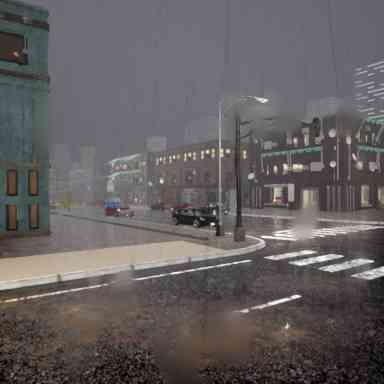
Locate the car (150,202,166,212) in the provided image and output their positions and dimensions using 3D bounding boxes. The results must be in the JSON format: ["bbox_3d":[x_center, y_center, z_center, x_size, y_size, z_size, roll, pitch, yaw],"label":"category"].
[{"bbox_3d":[-4.161,1.966,44.887,1.802,1.307,4.206,-1,0,-35],"label":"car"}]

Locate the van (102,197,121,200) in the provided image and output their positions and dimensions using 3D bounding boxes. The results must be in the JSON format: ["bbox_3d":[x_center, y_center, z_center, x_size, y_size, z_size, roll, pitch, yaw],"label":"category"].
[{"bbox_3d":[-13.765,1.906,58.438,1.690,1.788,3.998,-1,0,-35],"label":"van"}]

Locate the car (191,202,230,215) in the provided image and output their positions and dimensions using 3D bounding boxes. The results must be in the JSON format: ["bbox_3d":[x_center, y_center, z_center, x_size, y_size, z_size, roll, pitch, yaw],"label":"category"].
[{"bbox_3d":[2.235,1.809,35.853,2.008,1.369,4.403,-2,0,-35],"label":"car"}]

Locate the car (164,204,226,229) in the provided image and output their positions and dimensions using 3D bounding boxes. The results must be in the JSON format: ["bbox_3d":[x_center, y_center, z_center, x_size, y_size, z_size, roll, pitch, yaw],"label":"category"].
[{"bbox_3d":[0.120,1.814,24.130,1.947,1.339,4.313,-1,0,-35],"label":"car"}]

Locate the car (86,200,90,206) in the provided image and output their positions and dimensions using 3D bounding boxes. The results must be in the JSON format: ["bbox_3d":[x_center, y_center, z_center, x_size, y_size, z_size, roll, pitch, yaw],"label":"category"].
[{"bbox_3d":[-20.158,2.227,67.472,1.887,1.381,4.507,-1,0,-35],"label":"car"}]

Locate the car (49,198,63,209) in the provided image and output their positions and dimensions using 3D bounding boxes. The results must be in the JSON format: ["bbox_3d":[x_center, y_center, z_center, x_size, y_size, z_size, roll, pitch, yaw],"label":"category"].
[{"bbox_3d":[-23.699,2.232,57.971,1.752,1.417,4.829,-1,0,-35],"label":"car"}]

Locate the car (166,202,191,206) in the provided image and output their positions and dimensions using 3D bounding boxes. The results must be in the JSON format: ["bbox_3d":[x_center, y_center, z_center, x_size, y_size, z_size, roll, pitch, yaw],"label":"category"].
[{"bbox_3d":[-0.963,1.903,40.370,1.802,1.307,4.206,-2,0,-35],"label":"car"}]

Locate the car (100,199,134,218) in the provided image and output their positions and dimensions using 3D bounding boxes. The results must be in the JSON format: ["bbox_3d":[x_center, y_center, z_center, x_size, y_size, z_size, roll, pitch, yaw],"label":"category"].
[{"bbox_3d":[-7.804,1.846,35.524,1.967,1.590,4.097,-1,0,-35],"label":"car"}]

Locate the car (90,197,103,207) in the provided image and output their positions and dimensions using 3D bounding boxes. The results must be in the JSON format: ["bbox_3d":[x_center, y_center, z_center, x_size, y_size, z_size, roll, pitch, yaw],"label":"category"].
[{"bbox_3d":[-16.965,1.939,62.954,2.192,1.841,5.009,-1,0,-35],"label":"car"}]

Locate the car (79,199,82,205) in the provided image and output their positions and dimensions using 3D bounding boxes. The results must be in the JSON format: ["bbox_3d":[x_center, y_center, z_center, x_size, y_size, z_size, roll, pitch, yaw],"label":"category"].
[{"bbox_3d":[-26.556,2.363,76.506,1.947,1.339,4.313,-1,0,-35],"label":"car"}]
